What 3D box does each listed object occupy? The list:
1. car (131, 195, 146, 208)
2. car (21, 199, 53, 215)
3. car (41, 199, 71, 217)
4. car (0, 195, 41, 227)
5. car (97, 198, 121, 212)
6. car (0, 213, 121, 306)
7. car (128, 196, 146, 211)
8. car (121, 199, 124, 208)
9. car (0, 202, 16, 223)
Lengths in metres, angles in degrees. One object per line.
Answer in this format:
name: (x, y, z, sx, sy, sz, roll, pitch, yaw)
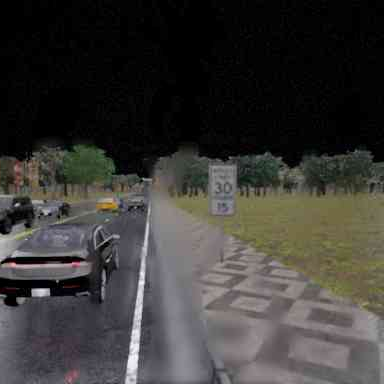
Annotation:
car: (-8.014, 1.405, 50.380, 2.097, 1.767, 4.553, 0, 0, -6)
car: (-15.951, 1.501, 34.457, 1.812, 1.442, 4.674, 0, 0, -9)
car: (-12.107, 1.480, 29.356, 2.128, 1.511, 4.902, 0, 0, -7)
car: (-10.858, 1.198, 19.051, 2.150, 2.045, 5.566, 0, 0, -7)
car: (-9.872, 1.498, 39.034, 1.882, 1.535, 5.008, 0, 0, -7)
car: (-2.864, 1.496, 8.061, 2.128, 1.511, 4.902, 0, 0, -7)
car: (-6.776, 1.547, 40.566, 1.837, 1.490, 4.892, 0, 0, -7)
car: (-11.169, 1.579, 49.223, 2.033, 1.411, 5.357, 0, 0, -7)
car: (-14.762, 1.489, 24.233, 1.812, 1.442, 4.674, 0, 0, -7)
